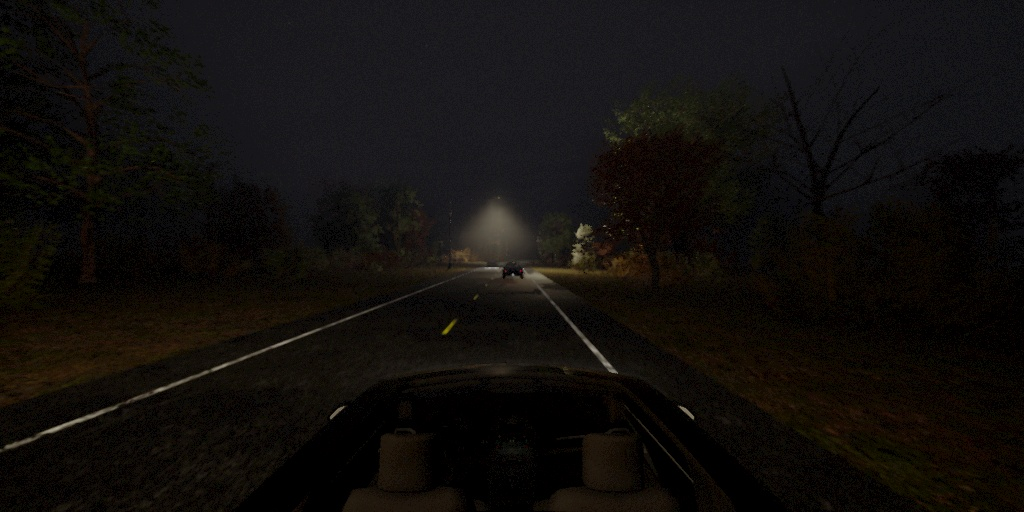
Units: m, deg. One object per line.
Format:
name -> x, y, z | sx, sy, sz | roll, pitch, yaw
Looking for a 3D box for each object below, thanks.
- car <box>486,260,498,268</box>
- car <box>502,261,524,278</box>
car -> -3.523, 1.363, 63.499 | 1.994, 1.385, 4.181 | 0, 0, 0
car -> 0.095, 1.368, 33.471 | 1.895, 1.301, 4.718 | 0, 0, 0
